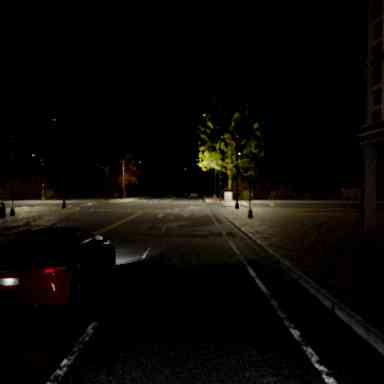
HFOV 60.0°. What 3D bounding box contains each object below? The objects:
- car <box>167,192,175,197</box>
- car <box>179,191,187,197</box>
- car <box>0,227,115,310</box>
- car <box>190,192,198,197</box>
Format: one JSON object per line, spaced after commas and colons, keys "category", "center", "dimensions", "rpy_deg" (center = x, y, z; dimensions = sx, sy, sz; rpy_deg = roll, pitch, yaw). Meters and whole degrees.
{"category": "car", "center": [-5.923, 0.759, 94.026], "dimensions": [1.812, 1.442, 4.674], "rpy_deg": [0, 1, 1]}
{"category": "car", "center": [-2.710, 0.752, 91.842], "dimensions": [2.033, 1.411, 5.357], "rpy_deg": [0, 1, 1]}
{"category": "car", "center": [-3.149, 1.507, 7.758], "dimensions": [1.994, 1.385, 4.181], "rpy_deg": [0, 0, 0]}
{"category": "car", "center": [0.546, 0.815, 92.200], "dimensions": [1.895, 1.301, 4.718], "rpy_deg": [0, 1, 1]}
